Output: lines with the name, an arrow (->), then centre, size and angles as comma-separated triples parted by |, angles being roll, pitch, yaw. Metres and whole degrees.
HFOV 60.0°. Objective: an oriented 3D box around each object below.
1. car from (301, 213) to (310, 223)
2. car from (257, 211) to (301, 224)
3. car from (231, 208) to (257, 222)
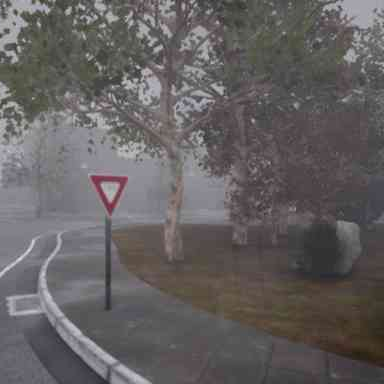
car -> 15.225, 3.504, 47.966 | 4.553, 1.767, 2.097 | 4, -2, -40
car -> 10.426, 3.050, 39.650 | 5.008, 1.535, 1.882 | 5, -3, -40
car -> 7.108, 2.674, 40.979 | 5.566, 2.045, 2.150 | 5, -3, -40
